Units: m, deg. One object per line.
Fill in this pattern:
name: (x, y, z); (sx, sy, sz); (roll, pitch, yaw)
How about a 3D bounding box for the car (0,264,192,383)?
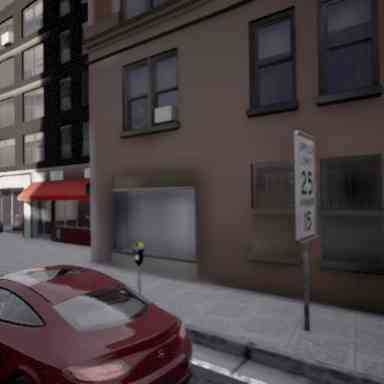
car: (-1.941, 1.618, 4.241); (4.206, 1.307, 1.802); (-1, -1, 36)
